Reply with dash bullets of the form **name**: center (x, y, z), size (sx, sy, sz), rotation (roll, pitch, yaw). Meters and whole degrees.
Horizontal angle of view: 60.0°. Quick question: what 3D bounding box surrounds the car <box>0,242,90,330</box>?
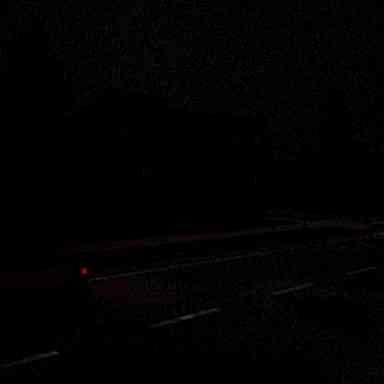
- **car**: center (-3.895, 1.566, 5.494), size (4.181, 1.385, 1.994), rotation (0, 0, -35)
